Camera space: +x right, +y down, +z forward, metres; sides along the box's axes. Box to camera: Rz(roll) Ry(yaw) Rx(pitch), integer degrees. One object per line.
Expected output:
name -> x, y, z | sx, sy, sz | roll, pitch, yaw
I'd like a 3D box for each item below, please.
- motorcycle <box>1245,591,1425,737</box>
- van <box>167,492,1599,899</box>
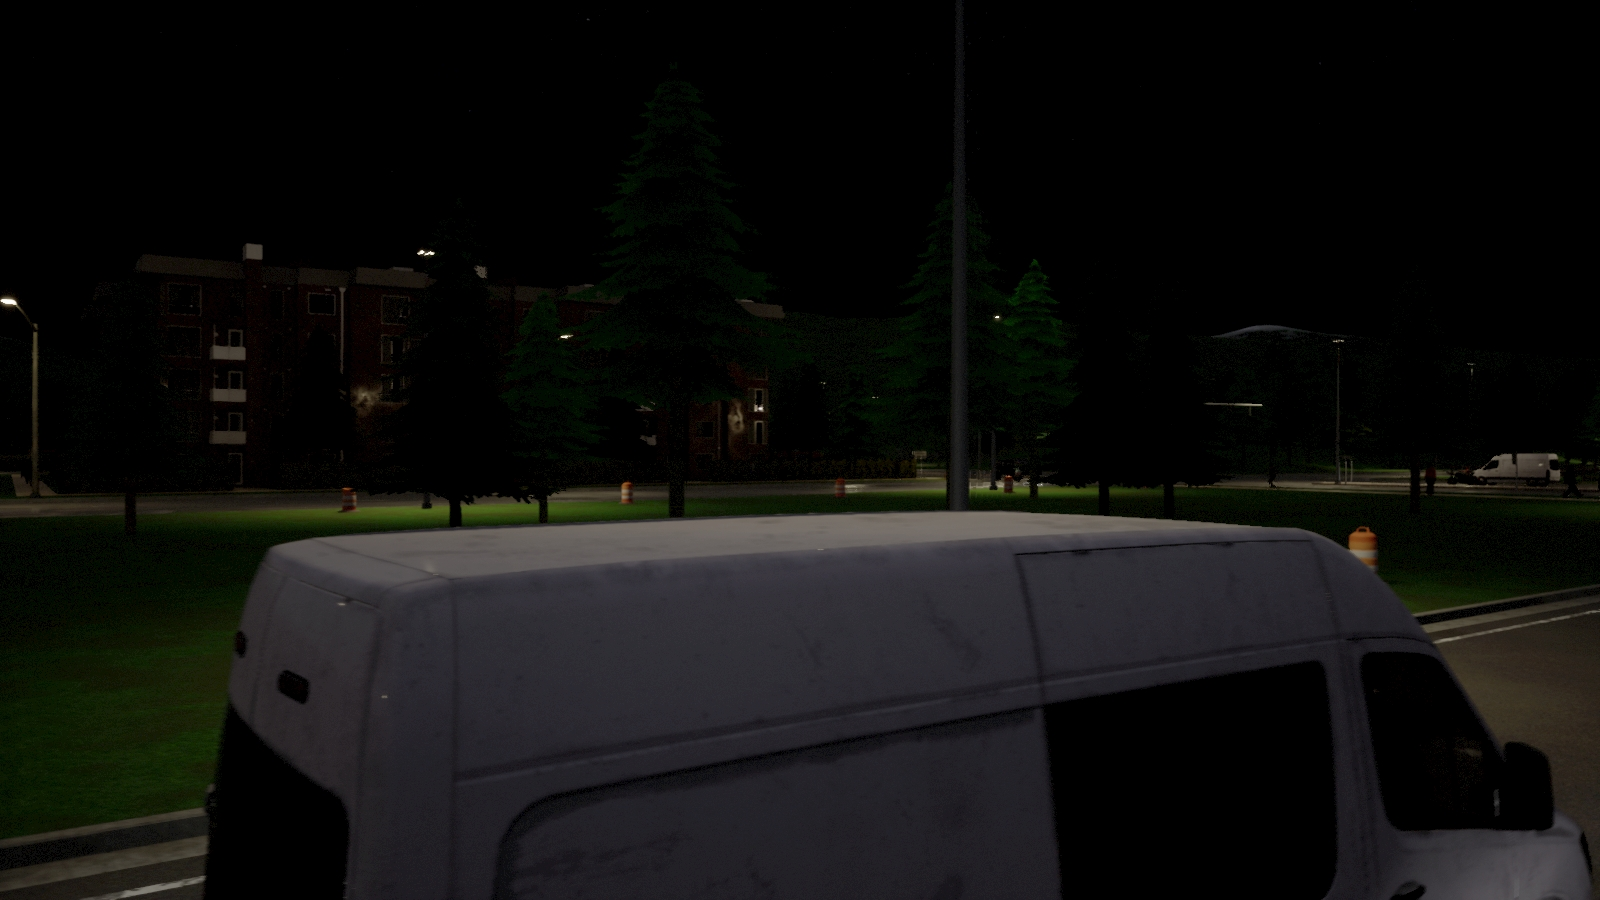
motorcycle -> 5.641, 2.190, 12.006 | 2.033, 1.199, 0.803 | 0, 0, -35
van -> 0.996, 1.536, 4.488 | 5.915, 2.561, 1.988 | 0, 0, -35
